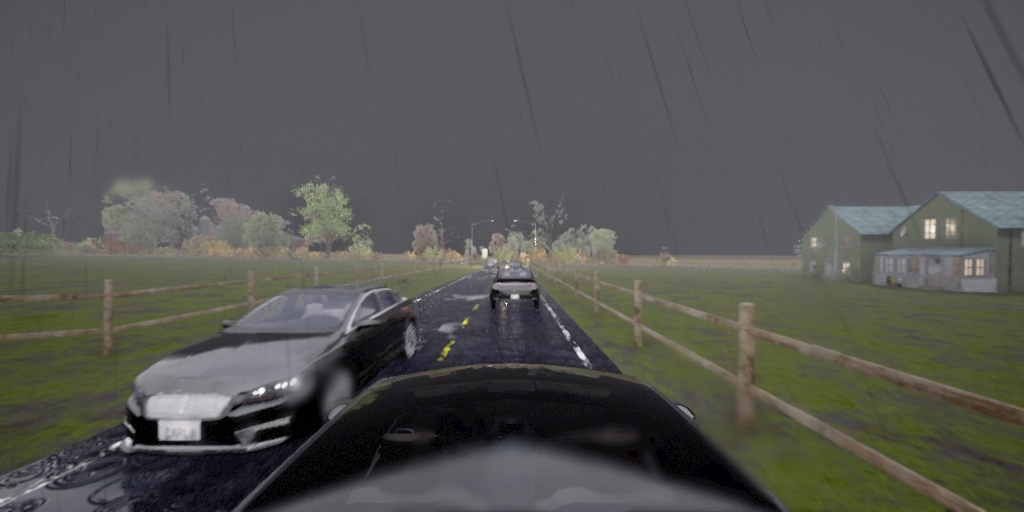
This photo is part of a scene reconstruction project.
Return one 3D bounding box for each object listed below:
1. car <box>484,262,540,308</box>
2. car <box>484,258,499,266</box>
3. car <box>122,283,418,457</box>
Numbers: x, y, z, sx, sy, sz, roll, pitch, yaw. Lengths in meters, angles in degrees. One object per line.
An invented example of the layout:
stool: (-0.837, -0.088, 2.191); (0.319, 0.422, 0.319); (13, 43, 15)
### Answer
car: (0.105, 1.179, 14.784); (2.128, 1.511, 4.902); (0, 0, 0)
car: (-2.803, 1.043, 49.531); (2.128, 1.511, 4.902); (0, 0, 0)
car: (-2.849, 1.223, 5.526); (2.128, 1.511, 4.902); (0, 0, 0)
